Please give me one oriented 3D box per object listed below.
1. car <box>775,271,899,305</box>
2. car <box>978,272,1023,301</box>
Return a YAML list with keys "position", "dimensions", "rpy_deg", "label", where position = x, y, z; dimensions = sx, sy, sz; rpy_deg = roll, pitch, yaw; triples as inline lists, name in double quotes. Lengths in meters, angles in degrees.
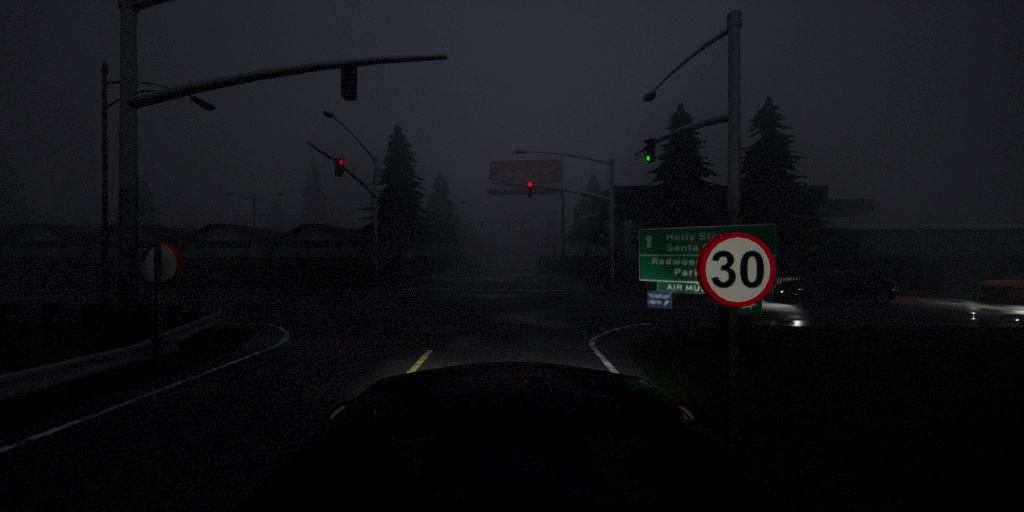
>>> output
- position: [15.196, 1.446, 16.940]
  dimensions: [4.892, 1.490, 1.837]
  rpy_deg: [0, 0, 1]
  label: "car"
- position: [25.132, 1.419, 16.811]
  dimensions: [5.008, 1.535, 1.882]
  rpy_deg: [0, 0, 1]
  label: "car"
